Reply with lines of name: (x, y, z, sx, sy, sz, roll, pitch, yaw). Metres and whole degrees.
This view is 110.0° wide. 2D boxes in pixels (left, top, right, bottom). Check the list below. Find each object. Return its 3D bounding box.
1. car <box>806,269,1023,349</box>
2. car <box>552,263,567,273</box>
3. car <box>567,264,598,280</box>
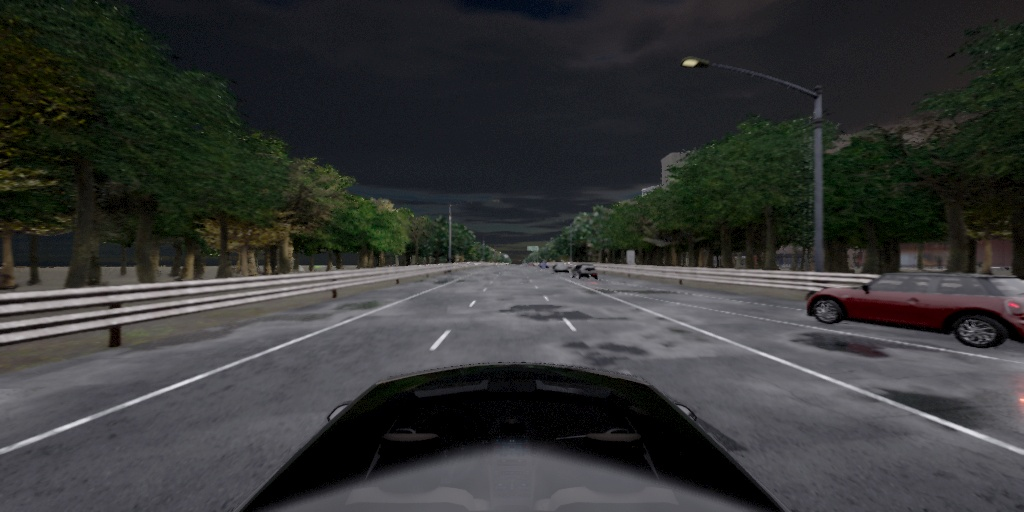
car: (10.903, 1.199, 9.812, 2.097, 1.767, 4.553, 1, -1, -15)
car: (6.978, 1.775, 52.486, 1.994, 1.385, 4.181, 0, -1, 0)
car: (7.095, 1.556, 35.401, 1.837, 1.490, 4.892, 0, 0, -2)
